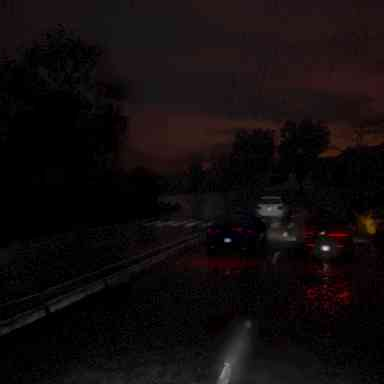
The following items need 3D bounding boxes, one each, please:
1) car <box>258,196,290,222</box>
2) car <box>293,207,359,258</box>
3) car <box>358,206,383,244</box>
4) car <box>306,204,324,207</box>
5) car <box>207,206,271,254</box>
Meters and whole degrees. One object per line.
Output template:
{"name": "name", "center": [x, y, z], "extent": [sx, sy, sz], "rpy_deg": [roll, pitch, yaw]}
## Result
{"name": "car", "center": [6.964, 1.377, 28.112], "extent": [2.150, 2.045, 5.566], "rpy_deg": [-1, 0, 22]}
{"name": "car", "center": [5.087, 1.566, 13.080], "extent": [1.837, 1.490, 4.892], "rpy_deg": [-1, 0, 18]}
{"name": "car", "center": [10.079, 1.524, 17.891], "extent": [1.946, 1.575, 5.366], "rpy_deg": [-1, -1, 18]}
{"name": "car", "center": [9.960, 1.676, 26.845], "extent": [2.033, 1.411, 5.357], "rpy_deg": [-1, 0, 22]}
{"name": "car", "center": [2.059, 1.579, 14.267], "extent": [1.882, 1.535, 5.008], "rpy_deg": [-1, 0, 19]}
